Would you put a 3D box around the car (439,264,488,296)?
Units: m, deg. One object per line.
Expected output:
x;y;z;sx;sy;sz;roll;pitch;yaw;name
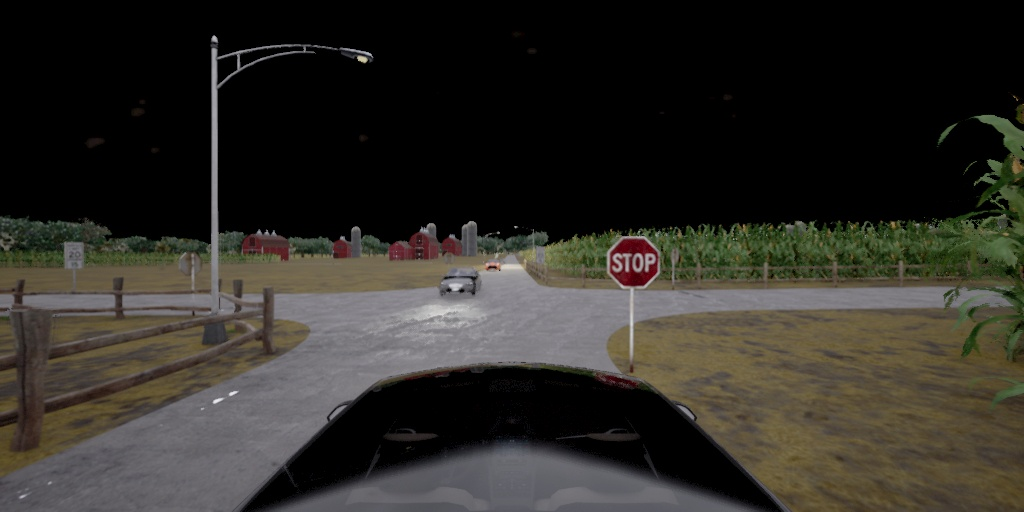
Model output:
-2.714;1.354;19.687;2.128;1.511;4.902;0;0;0;car

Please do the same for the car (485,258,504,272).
-2.644;1.234;50.472;2.097;1.767;4.553;0;-1;0;car
